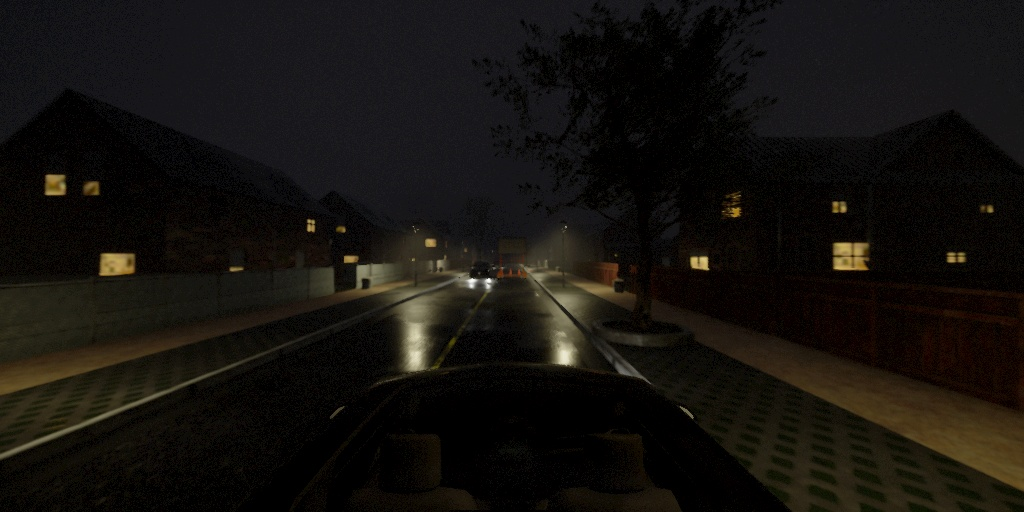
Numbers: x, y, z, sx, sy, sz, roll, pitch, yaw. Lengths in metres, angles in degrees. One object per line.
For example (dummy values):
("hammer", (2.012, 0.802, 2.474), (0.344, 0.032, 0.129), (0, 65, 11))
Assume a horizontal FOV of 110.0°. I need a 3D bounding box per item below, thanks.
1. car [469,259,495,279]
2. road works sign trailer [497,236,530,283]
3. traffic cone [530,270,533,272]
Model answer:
("car", (-2.846, 1.293, 33.740), (1.837, 1.490, 4.892), (0, -1, 0))
("road works sign trailer", (-0.003, 0.236, 28.643), (2.380, 3.560, 2.880), (0, 0, 0))
("traffic cone", (1.986, 1.448, 41.647), (0.340, 0.580, 0.340), (0, 0, -7))
